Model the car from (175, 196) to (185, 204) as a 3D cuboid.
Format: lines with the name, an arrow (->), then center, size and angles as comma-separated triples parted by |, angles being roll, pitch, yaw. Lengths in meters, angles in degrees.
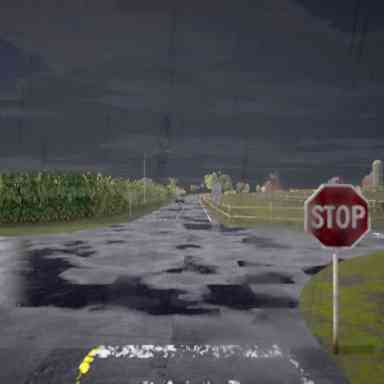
car -> -2.343, 1.520, 65.458 | 2.033, 1.411, 5.357 | 0, 0, 0
